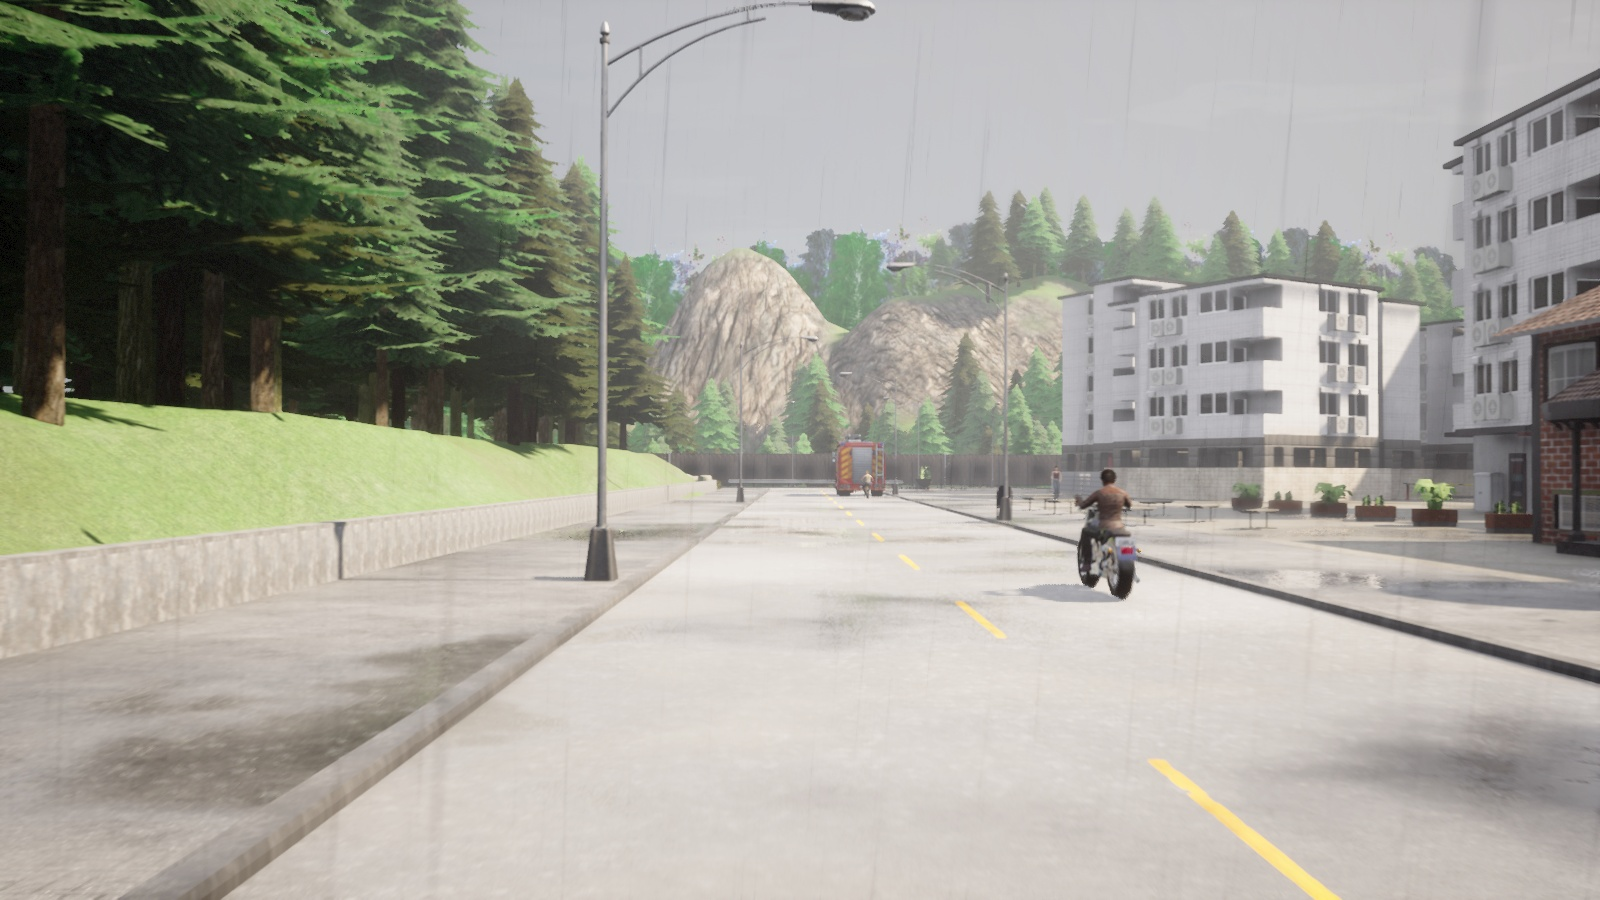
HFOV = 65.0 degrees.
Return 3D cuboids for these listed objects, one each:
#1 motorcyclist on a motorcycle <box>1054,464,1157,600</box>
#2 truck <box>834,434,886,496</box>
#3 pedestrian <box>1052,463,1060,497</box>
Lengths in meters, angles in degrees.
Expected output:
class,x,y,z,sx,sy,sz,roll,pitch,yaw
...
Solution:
class,x,y,z,sx,sy,sz,roll,pitch,yaw
motorcyclist on a motorcycle,3.962,1.025,16.476,0.766,1.649,2.350,0,-1,0
truck,3.807,0.996,81.342,2.891,3.827,8.468,0,-1,0
pedestrian,13.594,1.586,66.646,0.345,1.836,0.594,0,-1,9
